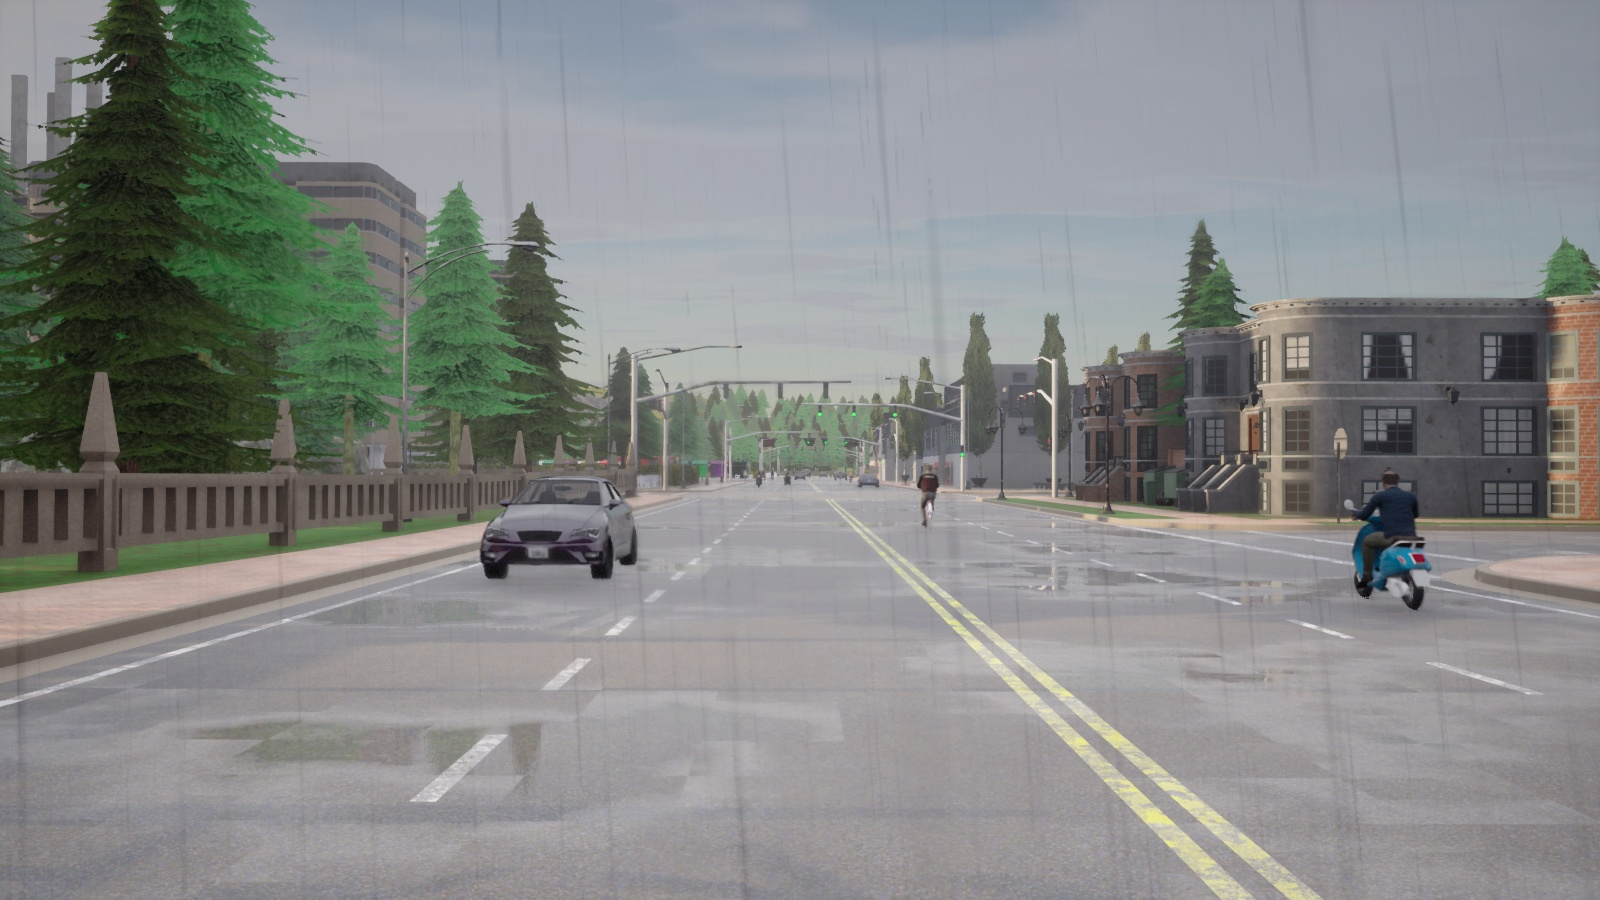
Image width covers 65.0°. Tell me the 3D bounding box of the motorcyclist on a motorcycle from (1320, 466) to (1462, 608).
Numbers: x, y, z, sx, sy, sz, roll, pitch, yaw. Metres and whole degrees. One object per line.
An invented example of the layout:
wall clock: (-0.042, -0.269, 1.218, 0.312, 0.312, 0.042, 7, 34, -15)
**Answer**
motorcyclist on a motorcycle: (7.011, 0.991, 15.006, 0.866, 1.590, 1.817, 0, -1, 2)

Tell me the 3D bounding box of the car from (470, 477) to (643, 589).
car: (-3.544, 1.161, 19.027, 1.816, 1.474, 4.193, 0, -1, 0)
